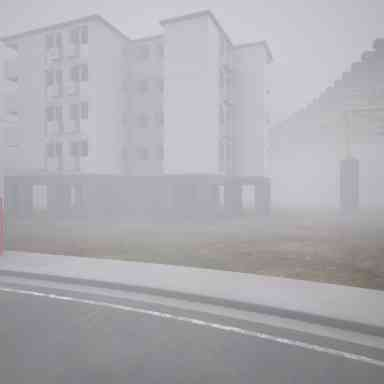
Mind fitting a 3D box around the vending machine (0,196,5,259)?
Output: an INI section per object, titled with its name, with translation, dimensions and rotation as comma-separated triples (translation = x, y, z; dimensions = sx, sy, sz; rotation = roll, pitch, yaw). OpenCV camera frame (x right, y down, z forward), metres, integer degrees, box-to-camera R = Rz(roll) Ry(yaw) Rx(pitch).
[vending machine]
translation = -6.995, 1.195, 10.984
dimensions = 0.880, 2.100, 1.100
rotation = 0, 0, 21
